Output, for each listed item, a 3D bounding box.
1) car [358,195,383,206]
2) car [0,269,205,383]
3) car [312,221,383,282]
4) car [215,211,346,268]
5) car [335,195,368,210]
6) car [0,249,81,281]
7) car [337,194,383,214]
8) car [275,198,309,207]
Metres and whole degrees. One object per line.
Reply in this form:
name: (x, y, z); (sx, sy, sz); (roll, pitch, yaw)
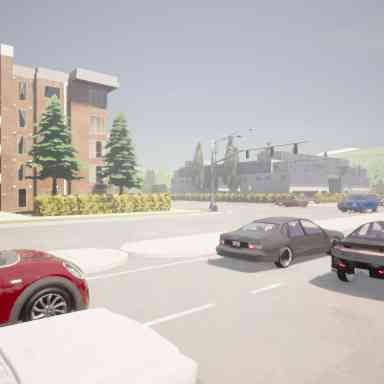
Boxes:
car: (29.828, 1.356, 55.498); (4.553, 1.767, 2.097); (0, 0, -40)
car: (-2.148, 1.601, 2.033); (4.718, 1.301, 1.895); (0, 0, -40)
car: (5.452, 1.492, 8.634); (4.902, 1.511, 2.128); (0, 0, -40)
car: (3.202, 1.548, 11.317); (5.357, 1.411, 2.033); (0, 0, -40)
car: (20.773, 1.353, 43.213); (4.553, 1.767, 2.097); (0, 0, -39)
car: (-3.967, 1.352, 5.084); (4.553, 1.767, 2.097); (0, 0, -40)
car: (18.040, 1.224, 35.740); (5.566, 2.045, 2.150); (0, 0, -42)
car: (14.739, 1.603, 49.174); (4.718, 1.301, 1.895); (0, 0, 19)
